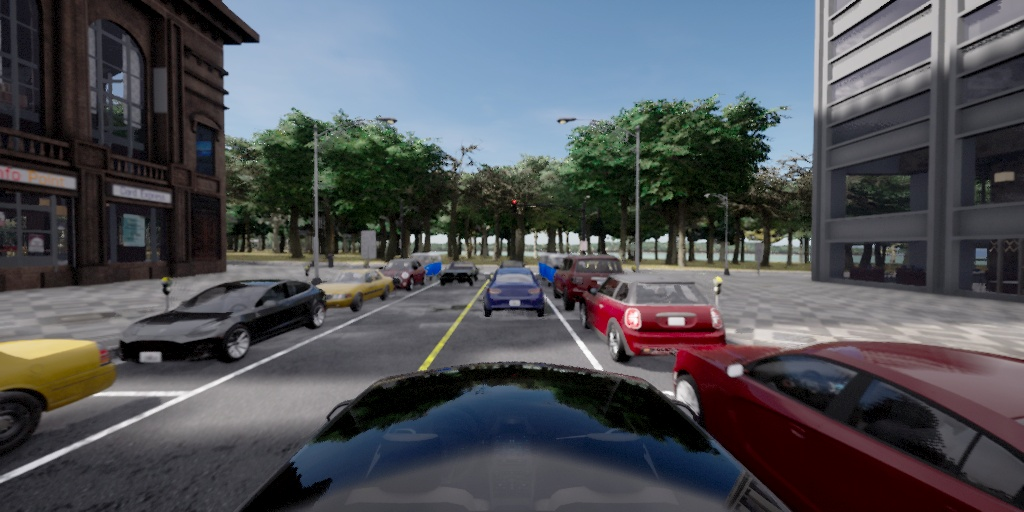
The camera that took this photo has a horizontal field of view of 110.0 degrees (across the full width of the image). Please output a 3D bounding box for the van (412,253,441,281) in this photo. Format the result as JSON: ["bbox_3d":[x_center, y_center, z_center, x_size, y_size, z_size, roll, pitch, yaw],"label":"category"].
[{"bbox_3d":[-5.837,0.707,24.230,1.690,1.789,3.998,0,0,0],"label":"van"}]

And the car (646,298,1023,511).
[{"bbox_3d":[2.761,1.281,2.511,1.888,1.381,4.507,0,0,0],"label":"car"}]

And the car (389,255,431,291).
[{"bbox_3d":[-5.819,0.898,18.792,1.967,1.591,4.097,0,0,0],"label":"car"}]

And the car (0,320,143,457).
[{"bbox_3d":[-5.764,1.262,2.313,1.751,1.417,4.829,0,0,0],"label":"car"}]

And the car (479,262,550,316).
[{"bbox_3d":[0.064,1.096,12.235,1.812,1.442,4.674,0,1,0],"label":"car"}]

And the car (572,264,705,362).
[{"bbox_3d":[2.743,1.083,7.947,1.967,1.591,4.097,0,0,0],"label":"car"}]

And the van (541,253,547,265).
[{"bbox_3d":[2.707,0.799,18.821,1.690,1.789,3.998,0,0,0],"label":"van"}]

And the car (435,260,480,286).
[{"bbox_3d":[-3.065,1.019,21.582,1.895,1.301,4.718,0,1,0],"label":"car"}]

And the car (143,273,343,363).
[{"bbox_3d":[-5.783,1.209,7.919,1.948,1.339,4.313,0,0,0],"label":"car"}]

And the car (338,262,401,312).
[{"bbox_3d":[-5.800,1.076,13.186,1.751,1.417,4.829,0,0,0],"label":"car"}]

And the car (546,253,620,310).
[{"bbox_3d":[2.725,0.865,13.384,2.192,1.841,5.009,0,0,0],"label":"car"}]

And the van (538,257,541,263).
[{"bbox_3d":[2.689,0.707,24.258,1.690,1.789,3.998,0,0,0],"label":"van"}]
